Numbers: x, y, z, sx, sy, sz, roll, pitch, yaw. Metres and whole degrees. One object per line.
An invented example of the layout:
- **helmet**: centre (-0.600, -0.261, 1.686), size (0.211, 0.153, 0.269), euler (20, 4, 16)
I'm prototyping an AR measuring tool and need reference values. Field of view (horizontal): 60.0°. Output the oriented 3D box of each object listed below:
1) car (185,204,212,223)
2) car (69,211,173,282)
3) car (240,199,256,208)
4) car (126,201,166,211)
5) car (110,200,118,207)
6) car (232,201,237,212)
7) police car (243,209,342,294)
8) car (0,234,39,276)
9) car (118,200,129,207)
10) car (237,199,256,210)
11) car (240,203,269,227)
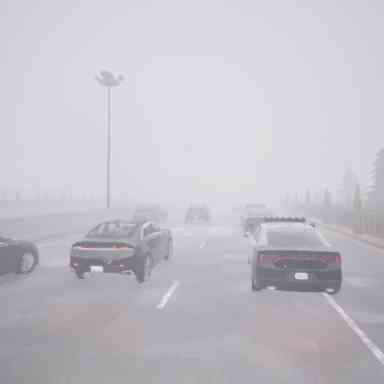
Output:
- **car**: centre (0.624, 1.729, 28.150), size (2.128, 1.511, 4.902), euler (0, 0, 8)
- **car**: centre (-1.843, 1.564, 10.023), size (2.128, 1.511, 4.902), euler (0, -1, 8)
- **car**: centre (9.755, 2.013, 57.506), size (1.812, 1.442, 4.674), euler (0, 0, 21)
- **car**: centre (-3.190, 1.705, 26.086), size (2.128, 1.511, 4.902), euler (0, 0, 8)
- **car**: centre (-12.495, 2.074, 56.197), size (1.895, 1.301, 4.718), euler (0, -1, 15)
- **car**: centre (6.573, 1.941, 45.335), size (2.033, 1.411, 5.357), euler (0, 0, 13)
- **police car**: centre (2.537, 1.498, 9.211), size (1.930, 1.638, 5.238), euler (0, -1, 8)
- **car**: centre (-5.664, 1.551, 7.907), size (1.837, 1.490, 4.892), euler (0, -1, 8)
- **car**: centre (-9.611, 2.048, 53.298), size (1.895, 1.301, 4.718), euler (0, -1, 14)
- **car**: centre (4.676, 1.567, 24.927), size (2.097, 1.767, 4.553), euler (0, -1, 8)
- **car**: centre (3.871, 1.640, 19.010), size (1.882, 1.535, 5.008), euler (0, -1, 8)
